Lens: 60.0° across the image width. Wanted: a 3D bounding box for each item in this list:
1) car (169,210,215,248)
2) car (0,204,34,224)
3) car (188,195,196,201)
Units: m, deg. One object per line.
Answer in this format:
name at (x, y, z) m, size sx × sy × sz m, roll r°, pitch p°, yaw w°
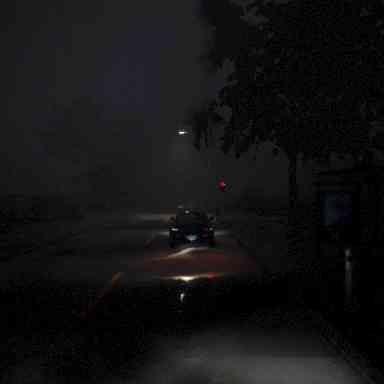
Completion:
car at (0.000, 1.531, 14.650) m, size 1.812 × 1.442 × 4.674 m, roll 0°, pitch 0°, yaw 0°
car at (-12.884, 1.353, 20.750) m, size 5.357 × 1.415 × 2.033 m, roll 0°, pitch 0°, yaw 3°
car at (0.000, 1.425, 84.128) m, size 1.812 × 1.442 × 4.674 m, roll 0°, pitch 0°, yaw 0°
